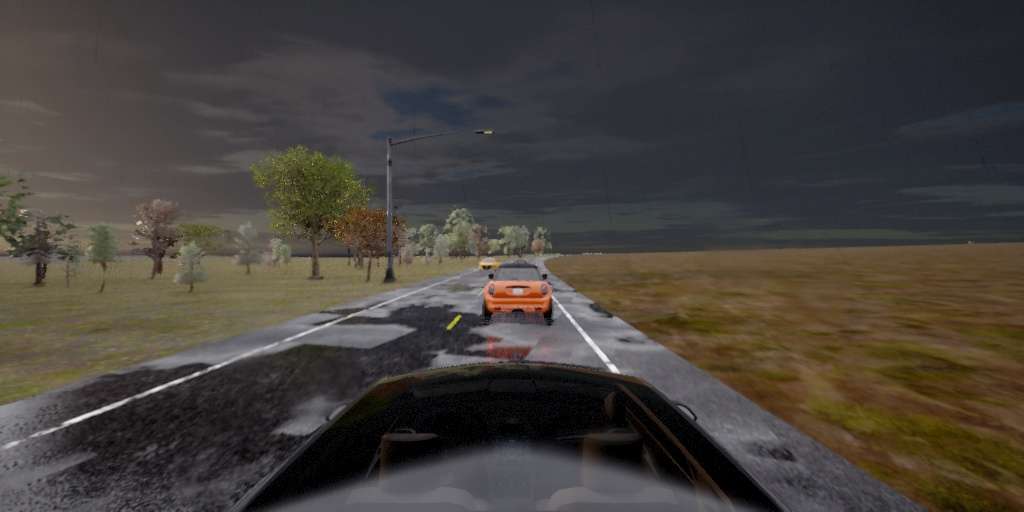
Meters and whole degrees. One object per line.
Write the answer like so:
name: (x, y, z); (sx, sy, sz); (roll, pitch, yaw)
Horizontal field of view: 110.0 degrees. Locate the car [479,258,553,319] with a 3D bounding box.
car: (0.204, 1.027, 12.590); (2.097, 1.767, 4.553); (0, 0, 1)
